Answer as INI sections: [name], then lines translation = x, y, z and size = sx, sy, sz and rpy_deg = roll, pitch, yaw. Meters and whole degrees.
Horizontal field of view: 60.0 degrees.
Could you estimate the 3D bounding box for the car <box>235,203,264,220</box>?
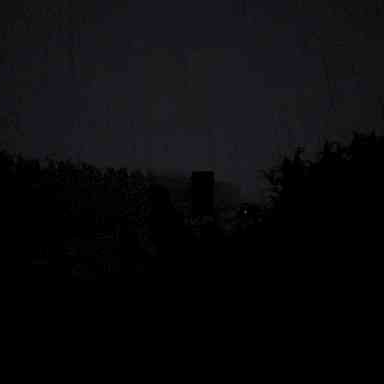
[car]
translation = 5.354, 1.734, 30.677
size = 1.994, 1.385, 4.181
rpy_deg = 1, 0, 21
